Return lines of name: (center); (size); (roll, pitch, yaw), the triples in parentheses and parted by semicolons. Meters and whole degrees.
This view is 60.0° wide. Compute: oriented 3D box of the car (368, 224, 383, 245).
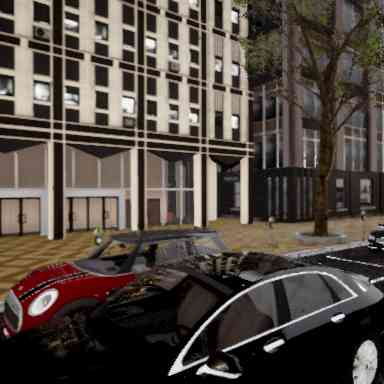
car: (8.300, 1.535, 12.465); (4.403, 1.369, 2.008); (0, 0, -35)

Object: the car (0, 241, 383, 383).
car: (0.236, 1.503, 3.543); (4.892, 1.490, 1.837); (0, 0, -35)

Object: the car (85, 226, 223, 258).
car: (-0.986, 1.438, 5.856); (4.097, 1.590, 1.967); (0, 0, -35)
